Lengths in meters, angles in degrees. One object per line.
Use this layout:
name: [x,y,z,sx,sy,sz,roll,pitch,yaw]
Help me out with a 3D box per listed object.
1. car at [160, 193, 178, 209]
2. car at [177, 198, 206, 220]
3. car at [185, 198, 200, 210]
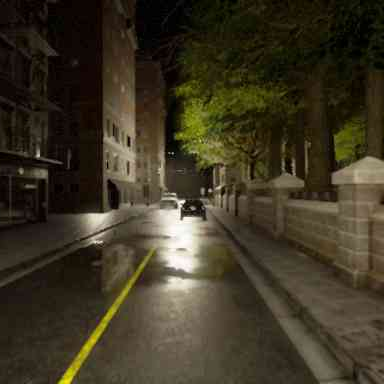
car: [-3.020,1.179,44.803,2.150,2.045,5.566,0,0,0]
car: [0.087,1.334,28.128,2.097,1.767,4.553,0,0,0]
car: [0.080,1.532,44.384,1.994,1.385,4.181,0,0,0]
